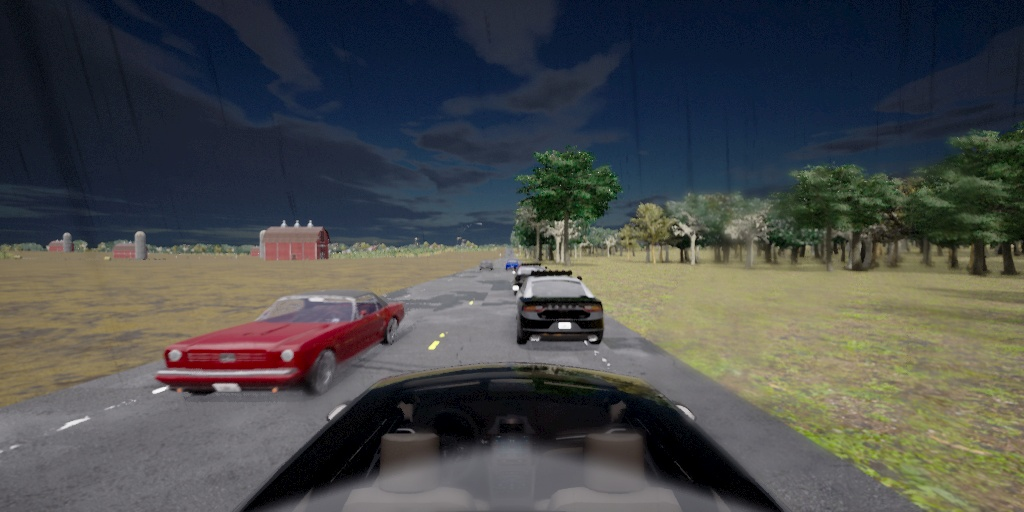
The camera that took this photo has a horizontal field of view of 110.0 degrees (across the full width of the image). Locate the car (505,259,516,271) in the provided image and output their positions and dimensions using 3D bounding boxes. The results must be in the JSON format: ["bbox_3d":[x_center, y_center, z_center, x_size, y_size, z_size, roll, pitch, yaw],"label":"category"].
[{"bbox_3d":[0.063,1.270,51.763,1.882,1.535,5.008,0,0,0],"label":"car"}]

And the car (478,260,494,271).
[{"bbox_3d":[-3.595,1.298,50.379,1.837,1.490,4.892,0,0,0],"label":"car"}]

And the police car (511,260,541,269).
[{"bbox_3d":[1.049,1.208,19.721,1.930,1.638,5.238,0,0,0],"label":"police car"}]

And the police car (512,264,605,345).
[{"bbox_3d":[1.050,1.191,9.719,1.930,1.638,5.238,0,0,0],"label":"police car"}]

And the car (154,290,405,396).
[{"bbox_3d":[-3.600,1.360,6.735,1.895,1.301,4.718,0,0,0],"label":"car"}]
